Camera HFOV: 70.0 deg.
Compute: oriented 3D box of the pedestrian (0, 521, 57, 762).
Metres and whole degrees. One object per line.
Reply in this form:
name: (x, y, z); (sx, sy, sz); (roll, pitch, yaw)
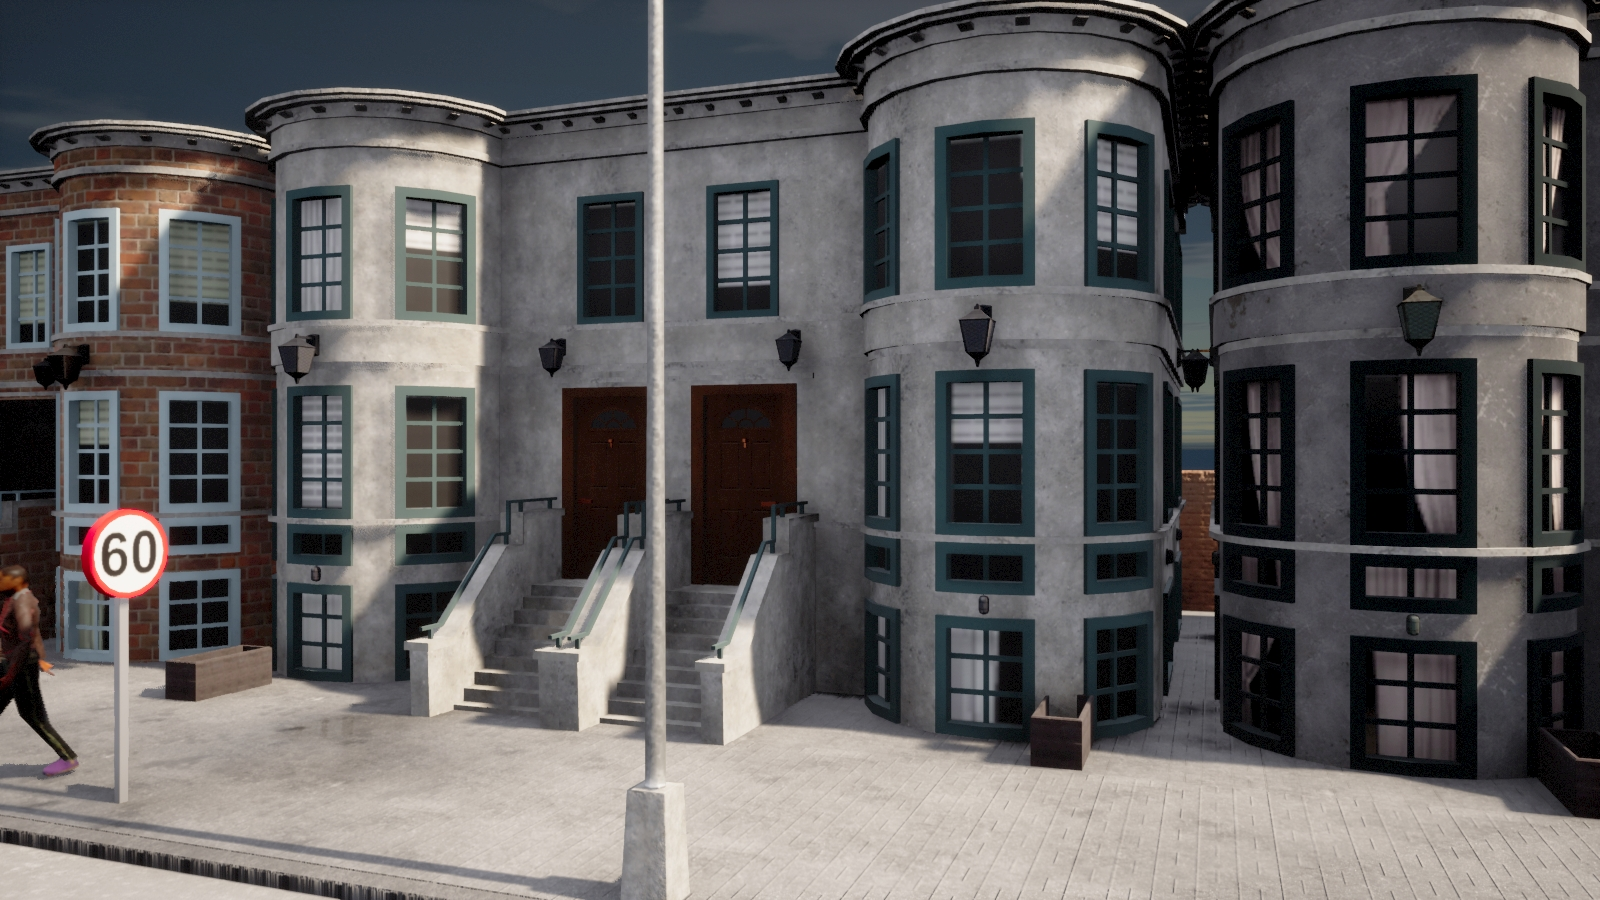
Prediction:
pedestrian: (-6.277, 1.524, 9.252); (0.375, 1.860, 0.375); (0, 0, -43)
